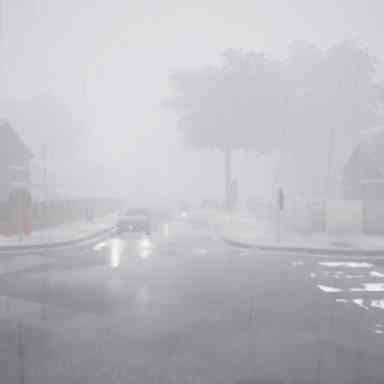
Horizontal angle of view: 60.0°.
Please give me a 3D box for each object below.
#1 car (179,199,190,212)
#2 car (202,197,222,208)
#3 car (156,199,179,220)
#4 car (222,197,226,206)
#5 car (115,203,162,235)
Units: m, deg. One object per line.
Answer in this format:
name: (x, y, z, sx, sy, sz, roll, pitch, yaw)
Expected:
car: (-1.424, 1.688, 42.046, 1.837, 1.490, 4.892, 0, 0, 8)
car: (2.964, 1.599, 52.129, 2.097, 1.767, 4.553, 0, 0, 11)
car: (-2.634, 1.599, 30.009, 1.882, 1.535, 5.008, 0, 0, 4)
car: (5.006, 1.631, 61.834, 2.097, 1.767, 4.553, 1, 0, 14)
car: (-3.081, 1.581, 19.287, 1.837, 1.490, 4.892, 0, -1, 1)
